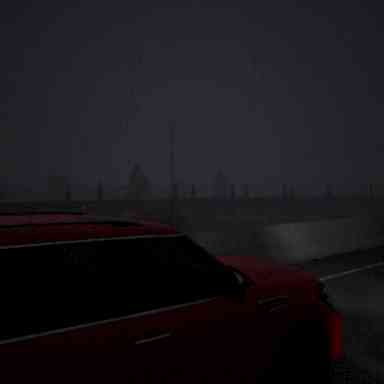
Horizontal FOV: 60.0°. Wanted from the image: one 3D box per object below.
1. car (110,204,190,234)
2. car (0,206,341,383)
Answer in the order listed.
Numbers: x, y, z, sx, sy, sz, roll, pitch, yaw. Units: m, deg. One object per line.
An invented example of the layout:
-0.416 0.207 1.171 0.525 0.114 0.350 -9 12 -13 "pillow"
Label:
-2.407 1.494 19.303 4.181 1.385 1.994 -1 0 -34 "car"
-0.955 1.215 3.065 5.566 2.045 2.150 -1 0 -35 "car"
